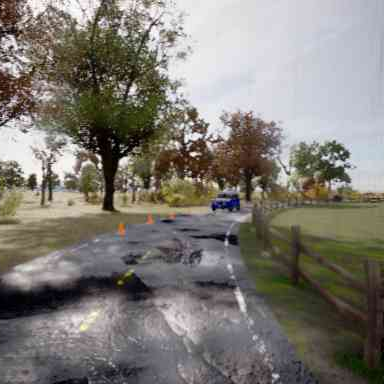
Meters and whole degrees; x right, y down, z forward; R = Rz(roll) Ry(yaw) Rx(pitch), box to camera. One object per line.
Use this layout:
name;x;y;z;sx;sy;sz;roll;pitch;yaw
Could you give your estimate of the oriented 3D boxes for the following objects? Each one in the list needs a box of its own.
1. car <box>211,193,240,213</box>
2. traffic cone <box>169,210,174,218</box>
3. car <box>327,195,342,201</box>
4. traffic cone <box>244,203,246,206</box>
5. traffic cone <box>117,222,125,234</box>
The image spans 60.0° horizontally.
car;3.826;1.105;36.764;2.150;2.045;5.566;2;1;21
traffic cone;-1.647;1.768;26.667;0.340;0.580;0.340;2;0;14
car;32.404;1.434;75.588;4.674;1.442;1.812;0;1;-40
traffic cone;8.037;1.793;50.394;0.340;0.580;0.340;2;1;31
traffic cone;-3.524;1.785;16.557;0.340;0.580;0.340;2;0;7
